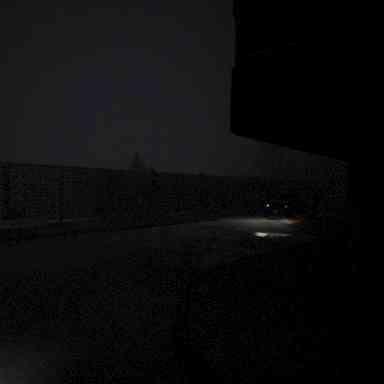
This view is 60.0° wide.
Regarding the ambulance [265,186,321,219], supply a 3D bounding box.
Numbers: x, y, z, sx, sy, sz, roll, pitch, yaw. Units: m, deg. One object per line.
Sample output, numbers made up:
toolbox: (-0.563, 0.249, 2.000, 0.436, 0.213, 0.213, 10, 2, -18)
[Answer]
ambulance: (8.269, 0.765, 26.997, 2.351, 2.431, 6.366, 2, 1, 41)
